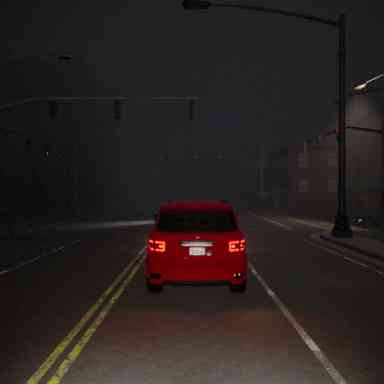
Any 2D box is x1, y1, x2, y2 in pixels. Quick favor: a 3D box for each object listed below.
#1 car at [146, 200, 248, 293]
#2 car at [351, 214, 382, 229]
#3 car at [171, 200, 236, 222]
[{"bbox_3d":[0.095,1.221,9.015,2.150,2.045,5.566,0,0,0],"label":"car"},{"bbox_3d":[16.796,2.706,29.609,4.892,1.490,1.837,8,0,0],"label":"car"},{"bbox_3d":[0.955,1.449,26.814,4.902,1.511,2.128,0,0,-34],"label":"car"}]
